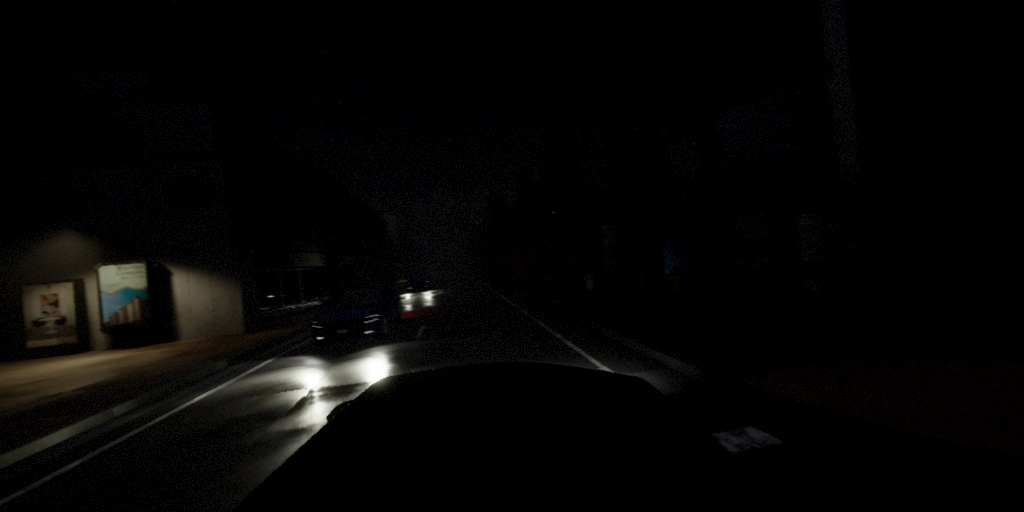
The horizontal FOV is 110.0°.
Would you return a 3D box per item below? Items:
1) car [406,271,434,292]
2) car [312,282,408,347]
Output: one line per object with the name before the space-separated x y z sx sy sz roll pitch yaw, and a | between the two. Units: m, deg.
car | -7.722 2.080 30.197 1.882 1.535 5.008 -5 0 -9
car | -4.835 1.724 11.789 1.882 1.535 5.008 -5 0 -9
